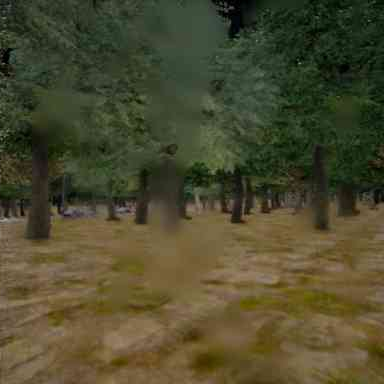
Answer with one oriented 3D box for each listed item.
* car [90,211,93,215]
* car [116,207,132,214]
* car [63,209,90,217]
[{"bbox_3d":[-21.177,3.916,63.764,1.895,1.301,4.718,-1,-2,21],"label":"car"},{"bbox_3d":[-14.852,4.033,72.610,1.994,1.385,4.181,-1,-2,18],"label":"car"},{"bbox_3d":[-20.273,3.656,57.676,1.994,1.385,4.181,-1,-2,21],"label":"car"}]
